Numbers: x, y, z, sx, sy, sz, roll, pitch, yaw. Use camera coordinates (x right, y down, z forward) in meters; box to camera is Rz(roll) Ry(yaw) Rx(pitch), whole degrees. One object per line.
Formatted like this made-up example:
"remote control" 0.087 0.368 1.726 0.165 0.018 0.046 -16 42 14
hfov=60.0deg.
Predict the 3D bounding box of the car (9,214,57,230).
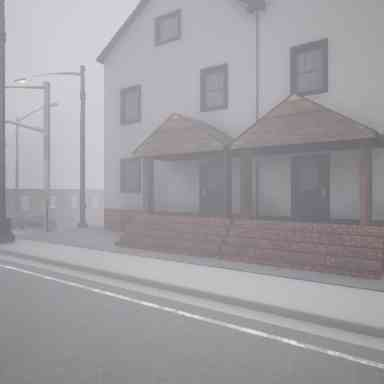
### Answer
"car" -14.074 2.655 29.325 1.994 1.385 4.181 0 -9 36

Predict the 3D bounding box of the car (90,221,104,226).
"car" -8.973 3.821 36.415 2.097 1.767 4.553 0 -12 35
